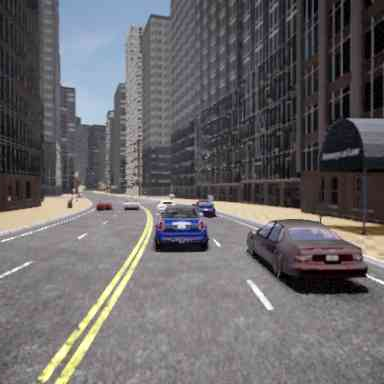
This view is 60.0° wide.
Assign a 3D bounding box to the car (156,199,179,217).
[{"bbox_3d":[-2.463,1.501,32.445,1.812,1.442,4.674,0,0,-8],"label":"car"}]

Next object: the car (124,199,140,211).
[{"bbox_3d":[-7.508,1.581,41.562,1.895,1.301,4.718,0,0,-11],"label":"car"}]

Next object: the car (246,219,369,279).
[{"bbox_3d":[3.042,1.534,10.016,2.033,1.411,5.357,0,0,-3],"label":"car"}]

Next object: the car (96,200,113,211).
[{"bbox_3d":[-10.651,1.598,40.698,1.895,1.301,4.718,0,0,-11],"label":"car"}]

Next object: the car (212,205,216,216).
[{"bbox_3d":[0.946,1.527,31.492,1.994,1.385,4.181,0,0,-8],"label":"car"}]

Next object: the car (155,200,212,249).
[{"bbox_3d":[-0.538,1.344,14.818,2.097,1.767,4.553,0,0,-4],"label":"car"}]
